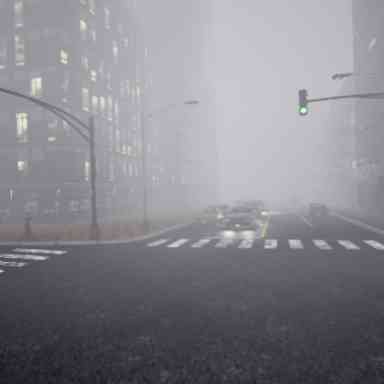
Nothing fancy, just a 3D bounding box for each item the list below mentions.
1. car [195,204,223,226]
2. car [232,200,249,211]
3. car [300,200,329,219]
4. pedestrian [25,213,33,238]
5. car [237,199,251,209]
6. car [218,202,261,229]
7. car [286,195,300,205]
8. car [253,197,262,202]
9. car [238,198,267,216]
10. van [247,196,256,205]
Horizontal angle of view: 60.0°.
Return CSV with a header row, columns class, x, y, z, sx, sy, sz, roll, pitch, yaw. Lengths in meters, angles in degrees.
class,x,y,z,sx,sy,sz,roll,pitch,yaw
car,1.390,1.753,25.664,1.752,1.417,4.829,-3,-1,14
car,6.963,1.857,47.759,1.887,1.381,4.507,-3,-1,14
car,10.938,1.572,29.263,2.008,1.369,4.403,-3,-1,14
pedestrian,-8.025,1.582,16.356,0.375,1.300,0.375,-2,0,15
car,8.348,1.915,53.241,1.802,1.307,4.206,-3,-1,14
car,3.488,1.697,23.312,2.033,1.411,5.357,-2,-1,14
car,19.231,1.588,62.162,1.967,1.590,4.097,-3,-1,14
car,18.027,2.034,91.622,2.008,1.369,4.403,-3,-1,14
car,5.940,1.678,32.956,2.128,1.511,4.902,-2,-1,15
van,12.487,1.738,69.694,1.690,1.788,3.998,-3,-1,14
